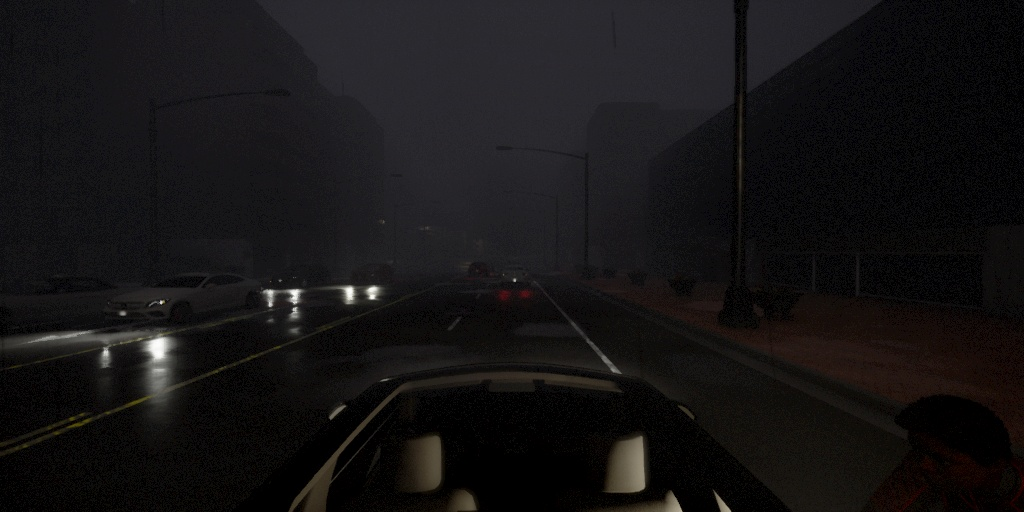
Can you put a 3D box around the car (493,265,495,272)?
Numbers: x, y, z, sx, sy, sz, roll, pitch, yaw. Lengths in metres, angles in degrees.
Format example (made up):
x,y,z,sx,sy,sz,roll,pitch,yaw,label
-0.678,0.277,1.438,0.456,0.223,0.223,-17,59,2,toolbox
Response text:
x,y,z,sx,sy,sz,roll,pitch,yaw,label
-3.296,1.432,47.673,1.895,1.301,4.718,0,0,0,car

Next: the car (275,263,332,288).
x,y,z,sx,sy,sz,roll,pitch,yaw,label
-13.976,1.265,24.071,1.837,1.490,4.892,0,0,1,car

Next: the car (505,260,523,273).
x,y,z,sx,sy,sz,roll,pitch,yaw,label
0.214,1.336,45.430,2.128,1.511,4.902,0,0,0,car

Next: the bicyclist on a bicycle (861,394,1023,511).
x,y,z,sx,sy,sz,roll,pitch,yaw,label
1.426,1.256,1.077,1.656,1.620,0.582,3,1,-1,bicyclist on a bicycle

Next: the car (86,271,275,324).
x,y,z,sx,sy,sz,roll,pitch,yaw,label
-10.499,1.265,12.003,1.812,1.442,4.674,0,0,0,car

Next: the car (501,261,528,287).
x,y,z,sx,sy,sz,roll,pitch,yaw,label
0.184,1.326,25.137,1.812,1.442,4.674,0,0,0,car

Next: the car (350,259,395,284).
x,y,z,sx,sy,sz,roll,pitch,yaw,label
-10.445,1.254,27.214,1.882,1.535,5.008,0,0,1,car

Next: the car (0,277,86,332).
x,y,z,sx,sy,sz,roll,pitch,yaw,label
-14.009,1.327,10.675,1.895,1.301,4.718,0,0,0,car

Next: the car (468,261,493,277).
x,y,z,sx,sy,sz,roll,pitch,yaw,label
-3.307,1.297,36.820,1.882,1.535,5.008,0,-1,0,car
